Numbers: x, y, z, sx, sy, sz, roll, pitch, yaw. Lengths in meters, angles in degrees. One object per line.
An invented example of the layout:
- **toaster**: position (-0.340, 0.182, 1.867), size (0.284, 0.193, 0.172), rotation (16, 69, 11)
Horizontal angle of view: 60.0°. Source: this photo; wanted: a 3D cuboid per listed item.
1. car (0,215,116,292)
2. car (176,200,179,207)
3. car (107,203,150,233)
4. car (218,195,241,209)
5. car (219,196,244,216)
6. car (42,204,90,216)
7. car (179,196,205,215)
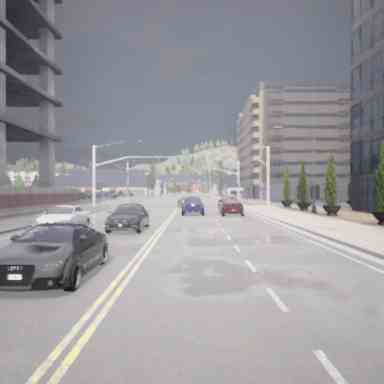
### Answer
- **car**: position (-3.567, 1.522, 8.708), size (1.994, 1.385, 4.181), rotation (0, 0, 0)
- **car**: position (-0.773, 1.326, 42.714), size (2.033, 1.411, 5.357), rotation (0, 1, -11)
- **car**: position (-3.556, 1.413, 18.974), size (1.837, 1.490, 4.892), rotation (0, 0, 0)
- **car**: position (4.982, 1.253, 43.422), size (1.882, 1.535, 5.008), rotation (0, 1, 21)
- **car**: position (3.527, 1.330, 30.330), size (1.882, 1.535, 5.008), rotation (0, 0, 1)
- **car**: position (-7.008, 1.438, 18.407), size (1.812, 1.442, 4.674), rotation (0, 0, 0)
- **car**: position (0.094, 1.199, 31.727), size (2.097, 1.767, 4.553), rotation (0, 0, 0)
